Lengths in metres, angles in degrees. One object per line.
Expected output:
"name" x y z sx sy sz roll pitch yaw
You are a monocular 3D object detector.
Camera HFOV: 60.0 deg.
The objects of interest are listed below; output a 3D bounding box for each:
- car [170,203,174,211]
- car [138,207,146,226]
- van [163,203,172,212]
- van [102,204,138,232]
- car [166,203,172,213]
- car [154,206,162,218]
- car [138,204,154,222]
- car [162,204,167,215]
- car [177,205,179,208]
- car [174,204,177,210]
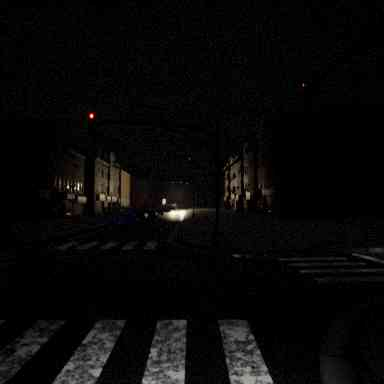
"car" -5.505 3.407 69.729 1.967 1.590 4.097 1 -2 0
"car" -5.404 2.206 27.728 2.008 1.369 4.403 2 -2 0
"van" -5.516 3.489 75.019 1.690 1.788 3.998 1 -2 0
"van" -5.390 1.901 24.415 1.690 1.788 3.998 2 -2 0
"car" -5.495 3.334 64.438 1.887 1.381 4.507 1 -2 0
"car" -5.442 2.659 43.287 1.887 1.381 4.507 2 -2 0
"car" -5.409 2.115 32.718 2.192 1.841 5.009 2 -2 0
"car" -5.469 3.027 53.862 1.802 1.307 4.206 2 -2 0
"car" -5.555 4.027 90.881 2.192 1.841 5.009 1 -2 0
"car" -5.547 4.072 85.587 2.008 1.369 4.403 1 -2 0
